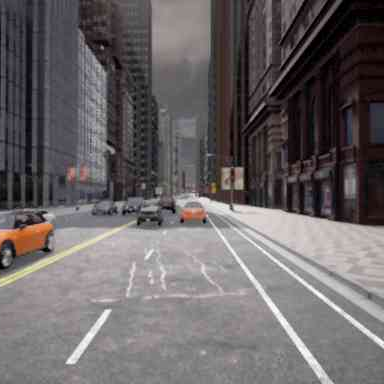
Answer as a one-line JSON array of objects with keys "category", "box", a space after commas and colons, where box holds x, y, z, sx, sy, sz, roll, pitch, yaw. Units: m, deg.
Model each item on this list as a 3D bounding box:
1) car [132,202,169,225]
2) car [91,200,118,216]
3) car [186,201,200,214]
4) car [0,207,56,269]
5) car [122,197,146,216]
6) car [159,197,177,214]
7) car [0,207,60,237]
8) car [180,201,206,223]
[{"category": "car", "box": [-3.141, 1.759, 26.096, 1.837, 1.490, 4.892, 0, 0, 0]}, {"category": "car", "box": [-9.755, 1.721, 37.434, 2.097, 1.767, 4.553, 0, -1, 0]}, {"category": "car", "box": [0.116, 1.959, 44.004, 1.837, 1.490, 4.892, 0, 0, 0]}, {"category": "car", "box": [-6.570, 1.456, 11.479, 2.097, 1.767, 4.553, 0, -1, 1]}, {"category": "car", "box": [-6.493, 1.606, 38.129, 2.150, 2.045, 5.566, 0, -1, 0]}, {"category": "car", "box": [-3.129, 1.658, 42.614, 2.150, 2.045, 5.566, 0, 0, 0]}, {"category": "car", "box": [-9.798, 1.712, 20.071, 1.812, 1.442, 4.674, 0, -1, 1]}, {"category": "car", "box": [0.109, 1.635, 28.562, 2.097, 1.767, 4.553, 0, -1, 0]}]
